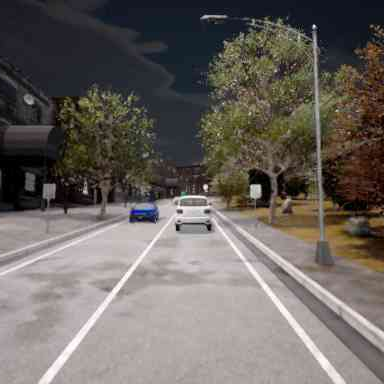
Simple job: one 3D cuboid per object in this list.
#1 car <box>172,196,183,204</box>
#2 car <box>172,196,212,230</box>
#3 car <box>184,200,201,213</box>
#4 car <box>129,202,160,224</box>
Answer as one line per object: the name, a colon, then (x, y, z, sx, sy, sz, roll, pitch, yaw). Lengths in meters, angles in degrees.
car: (-2.936, 1.658, 67.498, 1.812, 1.442, 4.674, 0, 0, 4)
car: (0.092, 1.263, 21.303, 2.150, 2.045, 5.566, 0, 0, 0)
car: (0.086, 1.678, 39.636, 1.895, 1.301, 4.718, 0, 0, 0)
car: (-3.607, 1.528, 25.831, 1.882, 1.535, 5.008, 0, 0, 0)
